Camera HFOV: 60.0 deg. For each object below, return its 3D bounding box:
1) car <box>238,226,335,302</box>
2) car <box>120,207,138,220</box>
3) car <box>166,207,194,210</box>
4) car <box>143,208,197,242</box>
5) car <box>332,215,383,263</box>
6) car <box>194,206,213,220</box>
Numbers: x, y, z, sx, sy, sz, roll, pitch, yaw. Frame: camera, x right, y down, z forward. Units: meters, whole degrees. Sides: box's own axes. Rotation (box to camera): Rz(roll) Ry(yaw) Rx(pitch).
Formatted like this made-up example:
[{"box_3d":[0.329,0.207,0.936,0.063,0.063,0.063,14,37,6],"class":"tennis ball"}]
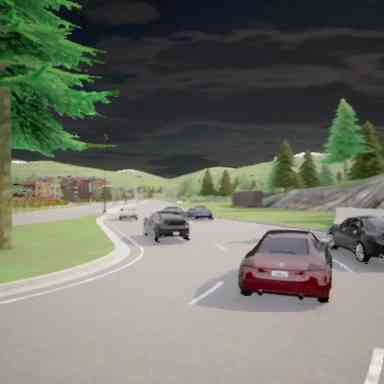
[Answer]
[{"box_3d":[2.551,1.682,8.736,1.994,1.385,4.181,-1,-1,21],"class":"car"},{"box_3d":[-6.962,2.305,36.389,1.895,1.301,4.718,-1,-1,-12],"class":"car"},{"box_3d":[-1.850,2.085,30.476,2.033,1.411,5.357,-1,-1,-18],"class":"car"},{"box_3d":[-1.526,1.842,18.691,1.837,1.490,4.892,0,-1,-18],"class":"car"},{"box_3d":[6.598,1.630,12.421,1.837,1.490,4.892,1,-1,4],"class":"car"},{"box_3d":[0.707,2.132,34.372,1.994,1.385,4.181,-1,-1,-15],"class":"car"}]
